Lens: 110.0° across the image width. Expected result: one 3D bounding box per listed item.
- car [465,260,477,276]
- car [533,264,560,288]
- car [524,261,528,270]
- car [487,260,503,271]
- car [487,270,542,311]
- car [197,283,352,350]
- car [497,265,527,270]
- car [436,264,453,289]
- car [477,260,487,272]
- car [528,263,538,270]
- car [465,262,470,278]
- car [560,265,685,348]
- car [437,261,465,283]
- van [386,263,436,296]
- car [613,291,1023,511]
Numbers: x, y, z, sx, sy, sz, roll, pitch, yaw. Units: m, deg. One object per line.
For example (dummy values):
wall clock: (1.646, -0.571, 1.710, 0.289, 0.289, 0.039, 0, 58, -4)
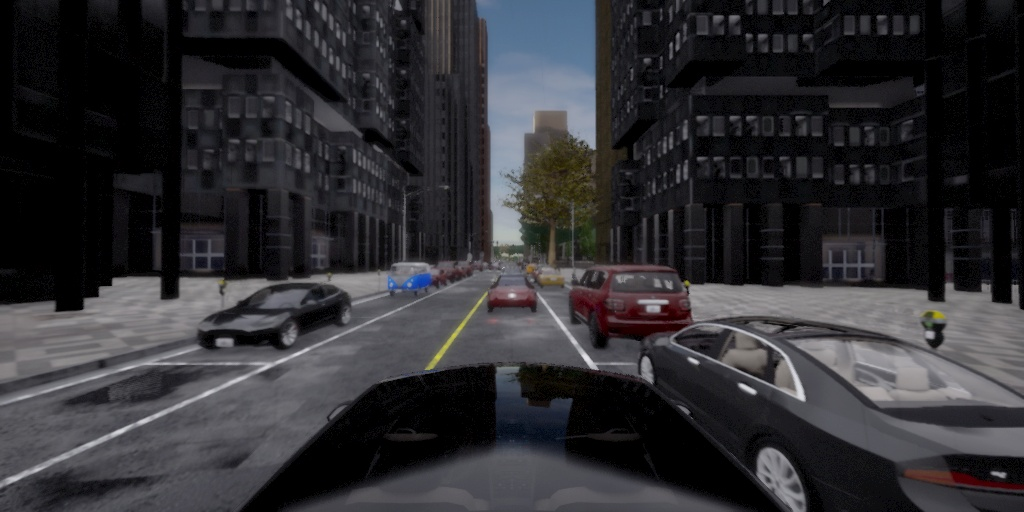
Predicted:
car: (-5.773, 1.479, 42.450, 2.192, 1.841, 5.009, 0, 0, 0)
car: (2.757, 1.522, 26.091, 1.751, 1.417, 4.829, 0, 0, 0)
car: (2.988, 1.708, 48.762, 1.882, 1.535, 5.008, 0, -1, 0)
car: (-3.057, 1.914, 64.082, 1.812, 1.442, 4.674, 0, -1, 1)
car: (0.020, 1.452, 15.247, 1.994, 1.385, 4.181, 0, 0, 0)
car: (-5.764, 1.393, 9.376, 1.948, 1.339, 4.313, 0, 0, 0)
car: (0.012, 1.640, 30.111, 1.895, 1.301, 4.718, 0, -1, 1)
car: (-5.768, 1.540, 25.913, 1.888, 1.381, 4.507, 0, 0, 0)
car: (-5.777, 1.650, 58.987, 2.192, 1.841, 5.009, 0, 0, 0)
car: (2.755, 1.492, 31.433, 1.967, 1.591, 4.097, 0, 0, 0)
car: (-5.771, 1.653, 36.938, 1.888, 1.381, 4.507, 0, 0, 0)
car: (2.761, 1.143, 9.382, 2.192, 1.841, 5.009, 0, 0, 0)
car: (-5.770, 1.366, 31.426, 2.192, 1.841, 5.009, 0, 0, 0)
van: (-5.767, 1.280, 20.401, 1.690, 1.789, 3.998, 0, 0, 0)
car: (2.762, 1.323, 3.869, 2.007, 1.370, 4.403, 0, 0, 0)
